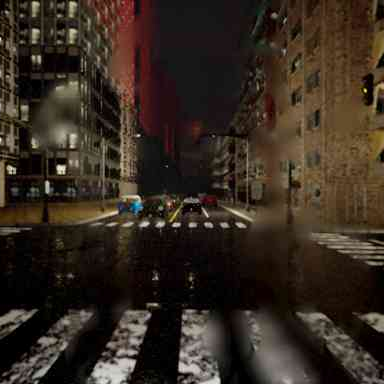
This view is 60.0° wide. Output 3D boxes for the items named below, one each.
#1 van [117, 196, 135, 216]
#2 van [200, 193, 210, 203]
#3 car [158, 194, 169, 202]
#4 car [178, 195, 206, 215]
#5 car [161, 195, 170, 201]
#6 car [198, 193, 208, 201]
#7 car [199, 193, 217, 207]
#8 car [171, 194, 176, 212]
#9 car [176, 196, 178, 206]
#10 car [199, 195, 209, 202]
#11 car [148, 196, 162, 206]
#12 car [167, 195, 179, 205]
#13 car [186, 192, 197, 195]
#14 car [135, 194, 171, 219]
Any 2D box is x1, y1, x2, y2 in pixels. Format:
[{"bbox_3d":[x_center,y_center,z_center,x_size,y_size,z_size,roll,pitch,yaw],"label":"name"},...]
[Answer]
[{"bbox_3d":[-5.801,1.253,31.090,1.690,1.788,3.998,0,0,0],"label":"van"},{"bbox_3d":[2.461,1.171,64.426,1.690,1.788,3.998,0,0,0],"label":"van"},{"bbox_3d":[-5.938,1.257,69.946,1.967,1.590,4.097,0,0,0],"label":"car"},{"bbox_3d":[-0.030,1.398,33.211,2.128,1.511,4.902,0,0,0],"label":"car"},{"bbox_3d":[-5.957,1.331,75.327,1.752,1.417,4.829,0,0,0],"label":"car"},{"bbox_3d":[2.422,1.121,75.527,2.192,1.841,5.009,0,0,0],"label":"car"},{"bbox_3d":[2.520,1.185,47.774,2.192,1.841,5.009,0,0,0],"label":"car"},{"bbox_3d":[-3.219,1.248,37.157,2.097,1.767,4.553,0,0,0],"label":"car"},{"bbox_3d":[-3.217,1.224,47.049,2.097,1.767,4.553,0,0,0],"label":"car"},{"bbox_3d":[2.442,1.368,69.977,2.008,1.369,4.403,0,0,0],"label":"car"},{"bbox_3d":[-5.879,1.382,53.124,1.752,1.417,4.829,0,0,0],"label":"car"},{"bbox_3d":[-3.202,1.324,57.494,1.882,1.535,5.008,0,0,0],"label":"car"},{"bbox_3d":[-0.099,1.072,56.293,2.150,2.045,5.566,0,0,0],"label":"car"},{"bbox_3d":[-3.230,1.271,28.368,2.097,1.767,4.553,0,0,1],"label":"car"}]
